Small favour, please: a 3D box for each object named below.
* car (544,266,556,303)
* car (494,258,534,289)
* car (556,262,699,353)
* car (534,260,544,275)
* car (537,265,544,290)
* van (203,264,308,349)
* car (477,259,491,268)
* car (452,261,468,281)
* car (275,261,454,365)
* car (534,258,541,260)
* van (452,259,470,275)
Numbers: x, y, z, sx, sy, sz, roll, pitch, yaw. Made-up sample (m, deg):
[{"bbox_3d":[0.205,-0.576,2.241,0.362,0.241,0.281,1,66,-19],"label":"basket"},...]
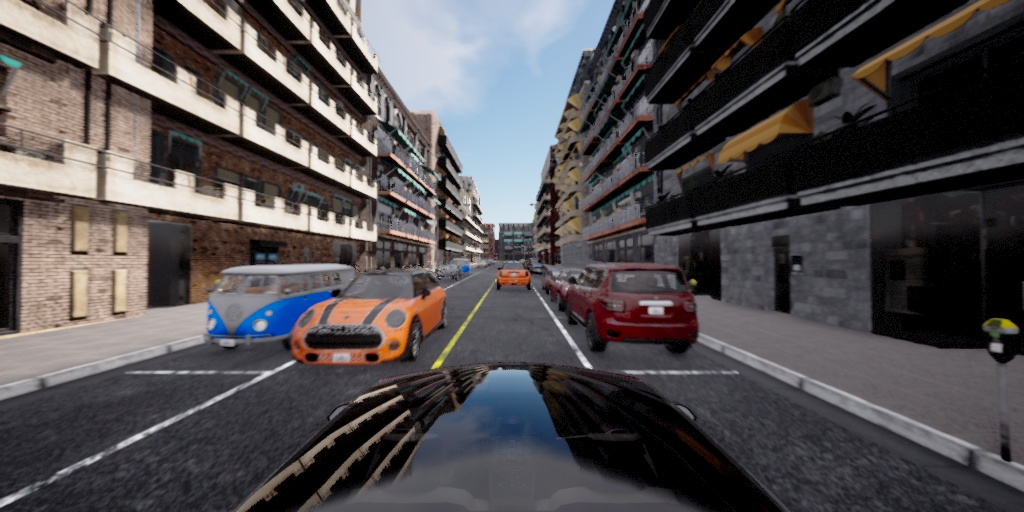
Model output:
[{"bbox_3d":[2.572,1.201,14.378,1.967,1.591,4.097,0,0,0],"label":"car"},{"bbox_3d":[0.108,1.131,23.397,2.097,1.767,4.553,0,0,0],"label":"car"},{"bbox_3d":[2.569,1.067,8.814,2.192,1.841,5.009,0,0,0],"label":"car"},{"bbox_3d":[2.580,1.376,36.630,1.948,1.339,4.313,0,0,0],"label":"car"},{"bbox_3d":[2.574,1.353,19.938,1.802,1.307,4.207,0,0,0],"label":"car"},{"bbox_3d":[-5.312,1.093,8.782,1.690,1.789,3.998,0,0,0],"label":"van"},{"bbox_3d":[-5.291,1.408,64.251,1.751,1.417,4.829,0,0,0],"label":"car"},{"bbox_3d":[-5.303,1.348,31.037,2.007,1.370,4.403,0,0,0],"label":"car"},{"bbox_3d":[-2.837,1.104,8.217,2.097,1.767,4.553,0,0,0],"label":"car"},{"bbox_3d":[2.581,1.138,42.194,2.192,1.841,5.009,0,0,0],"label":"car"},{"bbox_3d":[-5.301,1.151,36.601,1.690,1.789,3.998,0,0,0],"label":"van"}]
